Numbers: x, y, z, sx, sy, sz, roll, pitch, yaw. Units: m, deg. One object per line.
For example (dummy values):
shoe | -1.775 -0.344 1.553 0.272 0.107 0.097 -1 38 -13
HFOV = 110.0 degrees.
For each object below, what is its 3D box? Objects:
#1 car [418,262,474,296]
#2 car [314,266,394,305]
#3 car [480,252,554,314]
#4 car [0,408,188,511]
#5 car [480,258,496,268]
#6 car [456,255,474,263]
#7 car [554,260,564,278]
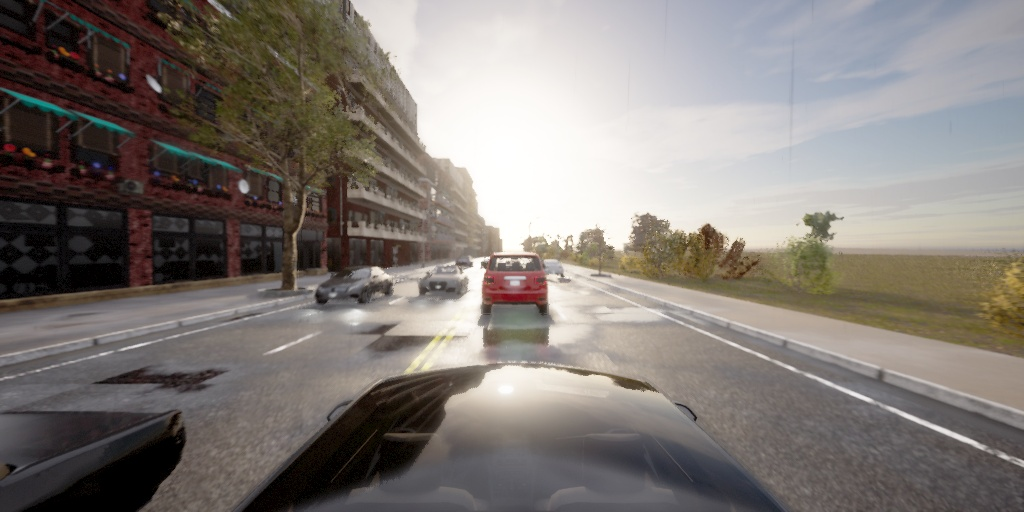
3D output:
car | -3.309 1.182 18.073 1.994 1.385 4.181 0 0 0
car | -6.573 1.164 15.513 1.812 1.442 4.674 0 0 0
car | 0.108 0.877 13.362 2.150 2.045 5.566 0 0 0
car | -3.349 1.362 0.397 1.895 1.301 4.718 0 0 0
car | -3.342 0.970 50.005 1.895 1.301 4.718 0 0 0
car | -6.589 0.718 50.474 2.097 1.767 4.553 0 0 0
car | 3.337 1.042 30.835 1.812 1.442 4.674 0 1 0
